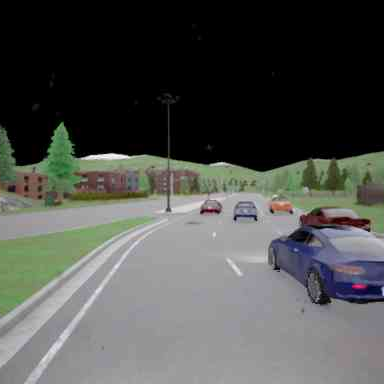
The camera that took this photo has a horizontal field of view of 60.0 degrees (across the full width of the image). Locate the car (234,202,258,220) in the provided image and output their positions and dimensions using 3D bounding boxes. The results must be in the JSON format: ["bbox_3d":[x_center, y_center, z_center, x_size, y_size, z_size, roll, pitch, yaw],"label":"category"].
[{"bbox_3d":[4.373,1.487,27.186,2.033,1.411,5.357,0,0,9],"label":"car"}]

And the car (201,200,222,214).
[{"bbox_3d":[2.075,1.489,34.716,1.994,1.385,4.181,0,0,9],"label":"car"}]

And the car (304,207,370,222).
[{"bbox_3d":[6.661,1.439,16.051,1.882,1.535,5.008,0,0,2],"label":"car"}]

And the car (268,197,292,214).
[{"bbox_3d":[9.215,1.271,35.022,2.097,1.767,4.553,0,0,9],"label":"car"}]

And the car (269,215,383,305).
[{"bbox_3d":[3.247,1.507,7.927,1.812,1.442,4.674,0,0,-3],"label":"car"}]
